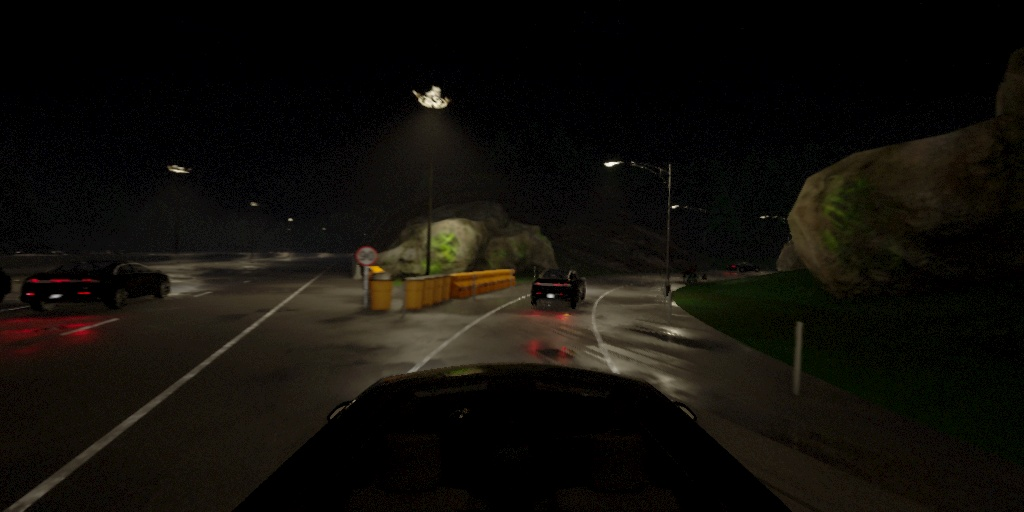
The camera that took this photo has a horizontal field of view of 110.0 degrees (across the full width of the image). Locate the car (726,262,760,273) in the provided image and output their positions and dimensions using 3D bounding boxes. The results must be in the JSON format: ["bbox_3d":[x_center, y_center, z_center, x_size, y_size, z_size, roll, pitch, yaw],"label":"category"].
[{"bbox_3d":[31.871,1.554,49.367,4.902,1.511,2.128,0,1,-20],"label":"car"}]

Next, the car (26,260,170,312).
[{"bbox_3d":[-13.592,0.883,12.120,2.128,1.511,4.902,2,0,-24],"label":"car"}]

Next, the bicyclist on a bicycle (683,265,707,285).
[{"bbox_3d":[14.915,1.539,29.255,0.582,1.620,1.656,-1,-2,-26],"label":"bicyclist on a bicycle"}]

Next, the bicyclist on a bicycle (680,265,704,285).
[{"bbox_3d":[14.293,1.542,28.815,0.582,1.620,1.656,1,-2,-40],"label":"bicyclist on a bicycle"}]

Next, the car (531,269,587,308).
[{"bbox_3d":[2.162,1.311,15.840,2.128,1.511,4.902,1,0,17],"label":"car"}]

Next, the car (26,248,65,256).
[{"bbox_3d":[-47.820,0.088,36.699,1.895,1.301,4.718,2,0,-24],"label":"car"}]

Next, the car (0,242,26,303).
[{"bbox_3d":[-15.938,0.546,8.828,2.150,2.045,5.566,2,0,-24],"label":"car"}]

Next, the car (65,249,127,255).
[{"bbox_3d":[-44.987,0.058,38.930,2.128,1.511,4.902,2,0,-24],"label":"car"}]
